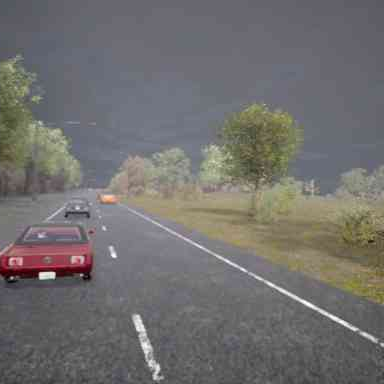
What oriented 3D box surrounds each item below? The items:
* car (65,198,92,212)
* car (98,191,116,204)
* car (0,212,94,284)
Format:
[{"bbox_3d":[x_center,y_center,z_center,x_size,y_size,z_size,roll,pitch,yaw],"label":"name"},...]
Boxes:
[{"bbox_3d":[-9.031,1.200,26.503,2.033,1.411,5.357,2,0,-17],"label":"car"},{"bbox_3d":[-12.932,0.823,51.121,2.097,1.767,4.553,2,0,-17],"label":"car"},{"bbox_3d":[-3.707,1.462,9.182,1.895,1.301,4.718,2,0,-17],"label":"car"}]
